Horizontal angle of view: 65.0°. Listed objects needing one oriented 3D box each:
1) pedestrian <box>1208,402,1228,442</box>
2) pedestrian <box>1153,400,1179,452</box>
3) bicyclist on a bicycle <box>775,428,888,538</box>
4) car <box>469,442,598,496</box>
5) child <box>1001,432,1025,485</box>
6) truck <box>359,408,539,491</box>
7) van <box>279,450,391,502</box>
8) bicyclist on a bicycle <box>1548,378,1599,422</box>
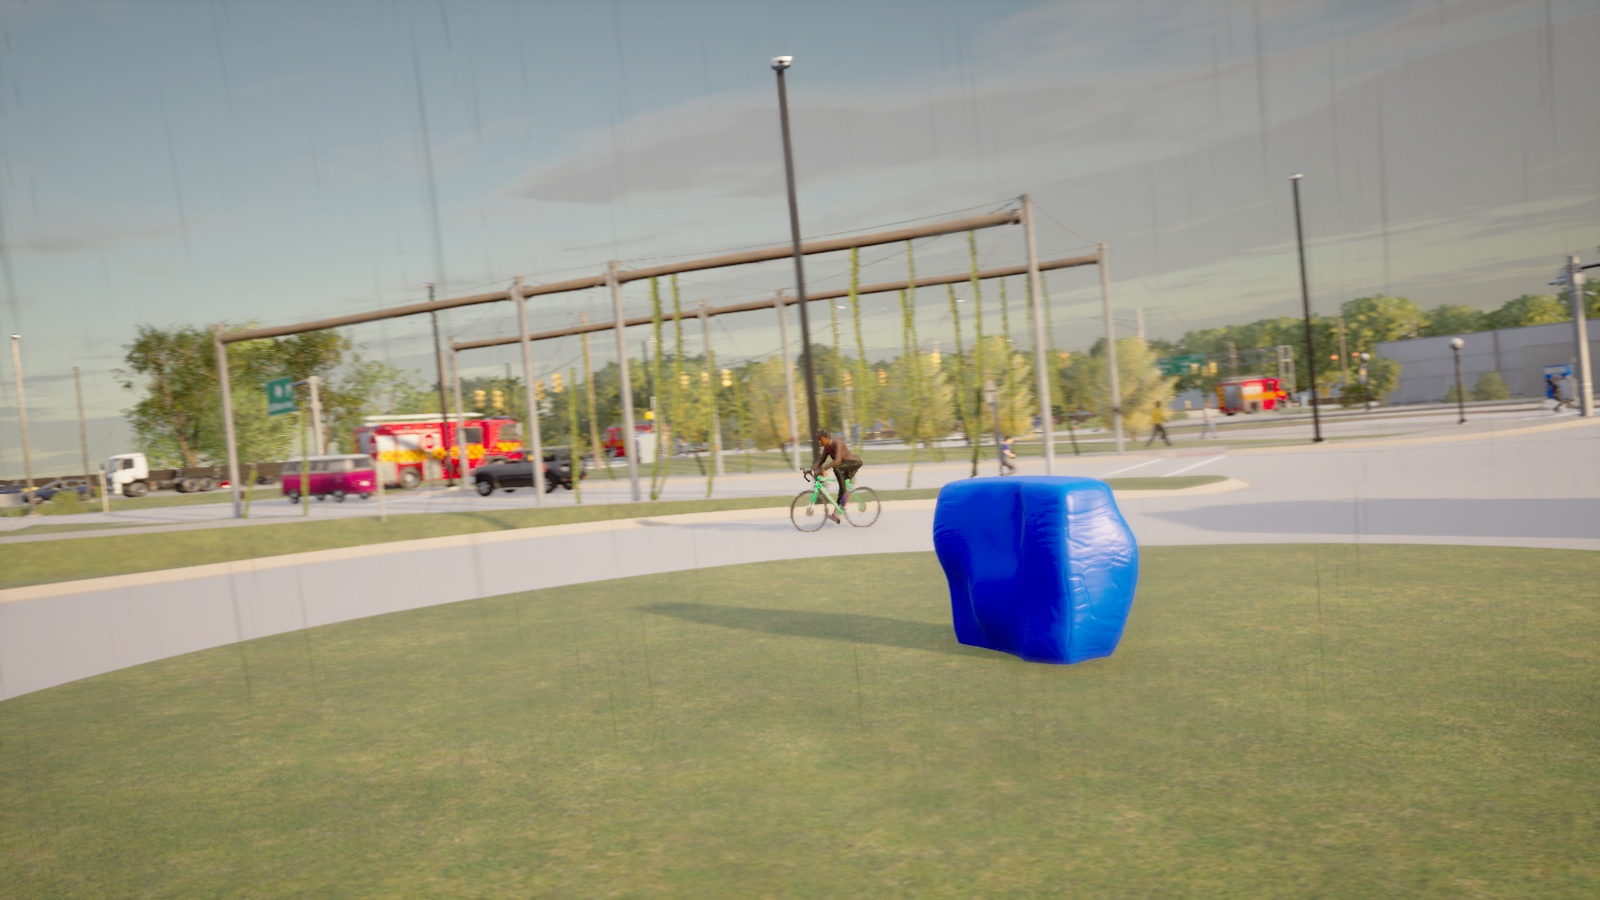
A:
[{"bbox_3d":[19.992,-1.323,60.086,0.706,1.836,0.354,-4,1,43],"label":"pedestrian"},{"bbox_3d":[13.357,-0.879,45.802,0.726,1.835,0.370,-5,1,23],"label":"pedestrian"},{"bbox_3d":[0.509,0.502,19.965,1.656,1.620,0.582,-3,2,-27],"label":"bicyclist on a bicycle"},{"bbox_3d":[-10.519,0.750,49.578,4.605,1.855,1.932,-3,2,22],"label":"car"},{"bbox_3d":[5.264,0.211,30.999,0.437,1.263,0.270,-5,1,-3],"label":"child"},{"bbox_3d":[-18.220,-0.072,65.683,8.468,3.827,2.891,-4,0,-43],"label":"truck"},{"bbox_3d":[-19.836,1.119,53.591,4.442,1.987,1.775,-2,2,26],"label":"van"},{"bbox_3d":[33.813,-2.157,54.780,1.843,1.776,0.659,-3,2,42],"label":"bicyclist on a bicycle"}]
